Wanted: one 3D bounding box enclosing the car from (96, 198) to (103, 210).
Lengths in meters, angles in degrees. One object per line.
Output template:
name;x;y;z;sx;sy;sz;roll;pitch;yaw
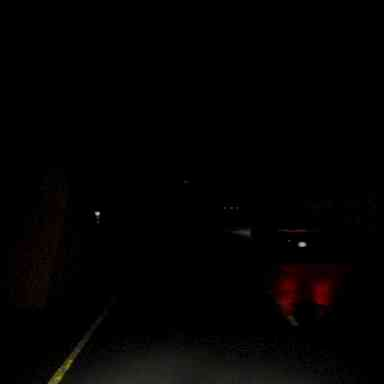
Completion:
car;-10.588;1.489;41.810;2.128;1.511;4.902;0;0;0

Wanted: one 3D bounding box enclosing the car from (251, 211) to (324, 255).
car;3.599;1.490;13.276;2.128;1.511;4.902;0;0;0

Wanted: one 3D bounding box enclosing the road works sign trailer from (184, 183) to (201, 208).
road works sign trailer;-0.001;0.461;47.878;2.380;3.560;2.880;0;0;0

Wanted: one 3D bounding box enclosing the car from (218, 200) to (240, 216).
car;3.599;1.545;32.991;2.033;1.411;5.357;0;0;0
